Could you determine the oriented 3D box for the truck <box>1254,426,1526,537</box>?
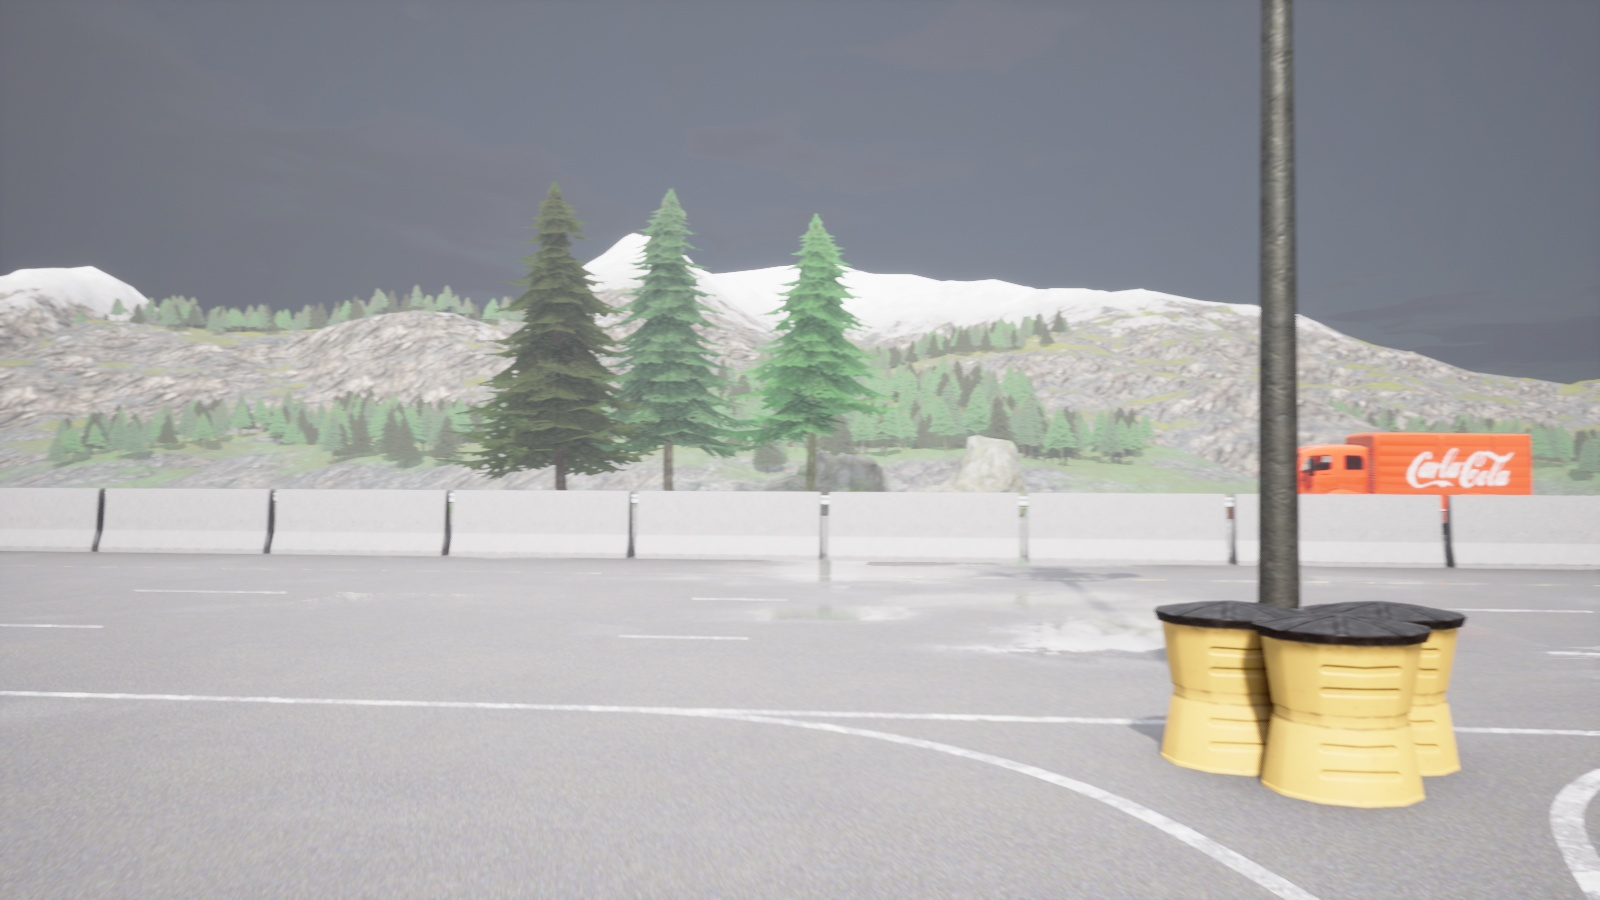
[{"bbox_3d":[13.701,0.741,29.537,5.204,2.467,2.627,0,-1,6],"label":"truck"}]
